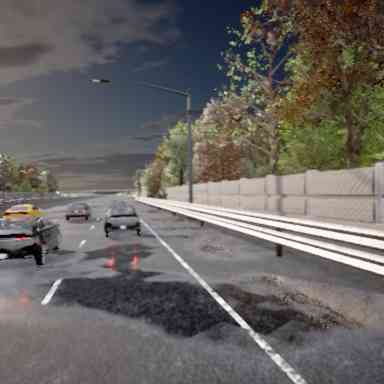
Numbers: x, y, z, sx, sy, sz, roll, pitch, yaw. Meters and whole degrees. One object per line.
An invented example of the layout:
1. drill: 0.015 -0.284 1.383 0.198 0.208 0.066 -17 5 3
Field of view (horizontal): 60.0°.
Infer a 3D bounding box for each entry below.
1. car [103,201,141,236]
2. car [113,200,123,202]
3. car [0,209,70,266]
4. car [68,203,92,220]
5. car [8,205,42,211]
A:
1. car: -3.933 1.524 18.729 2.128 1.511 4.902 -1 0 -13
2. car: -8.653 1.661 39.055 1.994 1.385 4.181 -1 0 -13
3. car: -5.870 1.590 11.692 2.128 1.511 4.902 -1 0 -13
4. car: -10.050 1.694 29.665 2.033 1.411 5.357 -1 0 -13
5. car: -12.603 1.694 25.171 1.882 1.535 5.008 -1 0 -13
